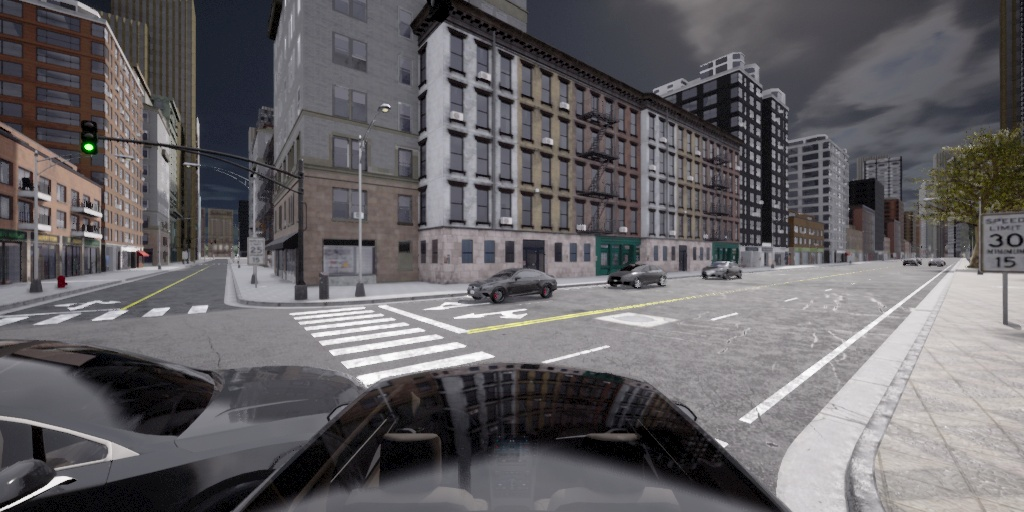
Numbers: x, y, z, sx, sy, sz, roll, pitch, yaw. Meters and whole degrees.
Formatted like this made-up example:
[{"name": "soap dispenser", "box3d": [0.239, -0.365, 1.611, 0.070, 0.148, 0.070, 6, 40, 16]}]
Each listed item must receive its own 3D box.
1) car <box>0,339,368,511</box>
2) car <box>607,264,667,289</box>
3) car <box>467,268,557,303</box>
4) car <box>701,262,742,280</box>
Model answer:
[{"name": "car", "box3d": [-3.206, 1.257, 1.906, 4.892, 1.490, 1.837, 0, 0, -34]}, {"name": "car", "box3d": [8.178, 1.260, 23.233, 4.892, 1.490, 1.837, 0, 0, -38]}, {"name": "car", "box3d": [0.124, 1.288, 16.846, 4.674, 1.442, 1.812, 0, 0, -38]}, {"name": "car", "box3d": [18.327, 1.235, 31.262, 4.902, 1.511, 2.128, 0, 0, -38]}]
